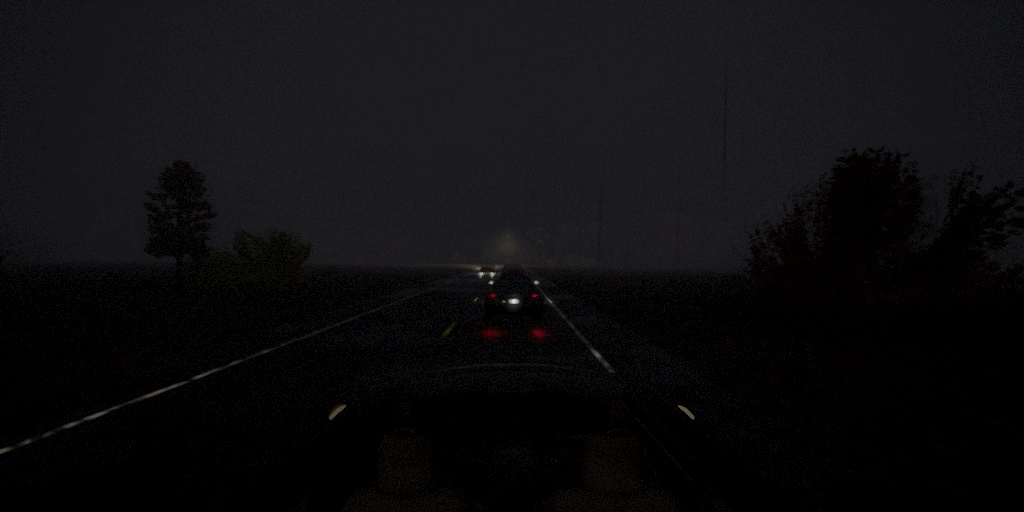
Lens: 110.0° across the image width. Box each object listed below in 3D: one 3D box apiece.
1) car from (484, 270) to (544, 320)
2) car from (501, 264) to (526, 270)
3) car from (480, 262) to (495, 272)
[{"bbox_3d":[0.080,1.384,13.049,1.994,1.385,4.181,0,0,0],"label":"car"},{"bbox_3d":[0.090,1.399,29.061,1.882,1.535,5.008,0,0,0],"label":"car"},{"bbox_3d":[-3.544,1.547,52.115,1.882,1.535,5.008,0,-1,0],"label":"car"}]
